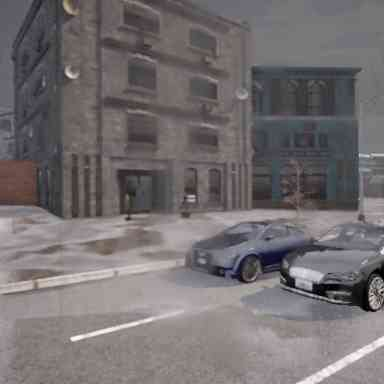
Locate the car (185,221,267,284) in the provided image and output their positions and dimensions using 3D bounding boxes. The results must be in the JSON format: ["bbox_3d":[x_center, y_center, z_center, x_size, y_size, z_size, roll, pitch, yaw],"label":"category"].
[{"bbox_3d":[1.870,1.563,9.627,4.181,1.385,1.994,0,0,-36],"label":"car"}]

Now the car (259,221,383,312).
[{"bbox_3d":[4.109,1.486,7.792,4.902,1.511,2.128,0,0,-36],"label":"car"}]
